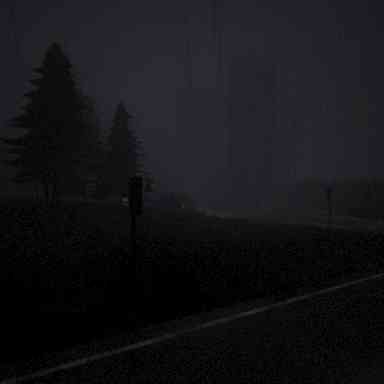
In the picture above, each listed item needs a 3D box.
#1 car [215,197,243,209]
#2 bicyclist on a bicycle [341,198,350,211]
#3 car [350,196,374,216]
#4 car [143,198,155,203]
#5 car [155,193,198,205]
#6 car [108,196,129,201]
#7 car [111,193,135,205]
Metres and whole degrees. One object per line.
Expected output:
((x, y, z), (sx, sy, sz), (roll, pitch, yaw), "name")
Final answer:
((4.983, 1.460, 44.985), (3.988, 1.617, 1.851), (0, 0, -36), "car")
((17.226, 1.460, 37.235), (1.656, 1.620, 0.582), (0, 0, -12), "bicyclist on a bicycle")
((16.563, 1.343, 32.526), (1.905, 1.878, 3.866), (0, 0, 24), "car")
((-6.315, 1.480, 50.685), (1.812, 1.442, 4.674), (0, 0, -34), "car")
((-1.585, 1.160, 37.554), (2.150, 2.045, 5.566), (0, 0, -35), "car")
((-12.249, 1.542, 52.985), (1.994, 1.385, 4.181), (0, 0, -35), "car")
((-12.260, 1.176, 59.113), (2.150, 2.045, 5.566), (0, 0, -35), "car")
